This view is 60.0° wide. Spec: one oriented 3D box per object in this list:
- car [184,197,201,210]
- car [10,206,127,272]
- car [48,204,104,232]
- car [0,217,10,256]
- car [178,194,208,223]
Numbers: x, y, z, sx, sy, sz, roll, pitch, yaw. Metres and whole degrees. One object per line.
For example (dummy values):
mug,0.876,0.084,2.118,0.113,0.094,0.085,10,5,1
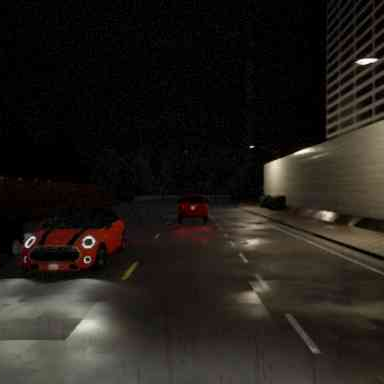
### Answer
car,0.053,1.449,42.832,2.128,1.511,4.902,0,0,0
car,-3.554,1.341,10.830,2.097,1.767,4.553,0,0,1
car,-7.068,1.544,20.746,1.994,1.385,4.181,0,0,1
car,-7.097,1.468,10.239,1.882,1.535,5.008,0,0,0
car,0.075,1.196,25.684,2.150,2.045,5.566,0,0,0
